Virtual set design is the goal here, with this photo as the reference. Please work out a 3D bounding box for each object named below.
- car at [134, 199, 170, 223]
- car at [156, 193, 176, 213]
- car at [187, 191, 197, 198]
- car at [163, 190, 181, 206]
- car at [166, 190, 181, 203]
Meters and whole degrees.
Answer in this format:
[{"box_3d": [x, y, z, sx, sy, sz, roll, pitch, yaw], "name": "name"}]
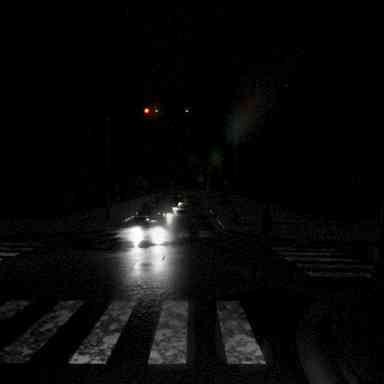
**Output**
[{"box_3d": [-2.863, 1.425, 23.674, 1.895, 1.301, 4.718, 0, 1, 0], "name": "car"}, {"box_3d": [-2.867, 1.182, 33.044, 1.837, 1.490, 4.892, 0, 1, 0], "name": "car"}, {"box_3d": [0.068, 0.425, 68.226, 1.882, 1.535, 5.008, 0, 1, 0], "name": "car"}, {"box_3d": [-2.864, 0.730, 42.898, 2.150, 2.045, 5.566, 0, 1, 0], "name": "car"}, {"box_3d": [-2.831, 0.665, 52.751, 2.097, 1.767, 4.553, 0, 1, 0], "name": "car"}]
